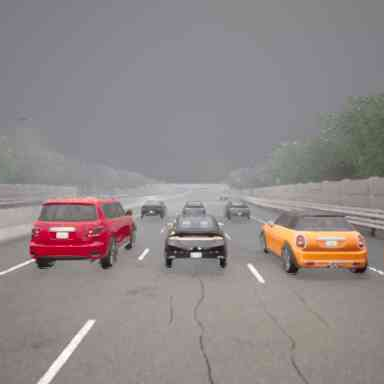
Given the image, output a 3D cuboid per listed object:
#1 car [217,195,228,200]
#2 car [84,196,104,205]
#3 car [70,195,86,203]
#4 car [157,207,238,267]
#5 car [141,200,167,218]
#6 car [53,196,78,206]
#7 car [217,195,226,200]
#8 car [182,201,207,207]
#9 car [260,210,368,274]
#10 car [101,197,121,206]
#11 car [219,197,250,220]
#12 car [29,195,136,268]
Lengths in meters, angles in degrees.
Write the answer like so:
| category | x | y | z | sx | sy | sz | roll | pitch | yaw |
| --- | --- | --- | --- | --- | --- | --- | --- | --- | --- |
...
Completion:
| category | x | y | z | sx | sy | sz | roll | pitch | yaw |
| --- | --- | --- | --- | --- | --- | --- | --- | --- | --- |
| car | 7.521 | 1.402 | 79.276 | 1.812 | 1.442 | 4.674 | 0 | 0 | 3 |
| car | -17.172 | 1.461 | 58.412 | 1.882 | 1.535 | 5.008 | 0 | 0 | 1 |
| car | -23.376 | 1.456 | 68.344 | 1.837 | 1.490 | 4.892 | 0 | 0 | -2 |
| car | 0.120 | 1.487 | 11.402 | 2.128 | 1.511 | 4.902 | 0 | 0 | 0 |
| car | -3.298 | 1.467 | 29.578 | 1.882 | 1.535 | 5.008 | 0 | 0 | 0 |
| car | -20.728 | 1.474 | 54.749 | 2.128 | 1.511 | 4.902 | 0 | 0 | 1 |
| car | 7.833 | 1.517 | 88.849 | 1.895 | 1.301 | 4.718 | 0 | 0 | 1 |
| car | 0.192 | 1.482 | 28.049 | 2.128 | 1.511 | 4.902 | 0 | 0 | 0 |
| car | 3.618 | 1.348 | 10.729 | 2.097 | 1.767 | 4.553 | 0 | 0 | 0 |
| car | -13.696 | 1.531 | 56.724 | 2.033 | 1.411 | 5.357 | 0 | 0 | 1 |
| car | 3.692 | 1.482 | 28.035 | 2.128 | 1.511 | 4.902 | 0 | 0 | 0 |
| car | -3.381 | 1.217 | 11.371 | 2.150 | 2.045 | 5.566 | 0 | 0 | 0 |
